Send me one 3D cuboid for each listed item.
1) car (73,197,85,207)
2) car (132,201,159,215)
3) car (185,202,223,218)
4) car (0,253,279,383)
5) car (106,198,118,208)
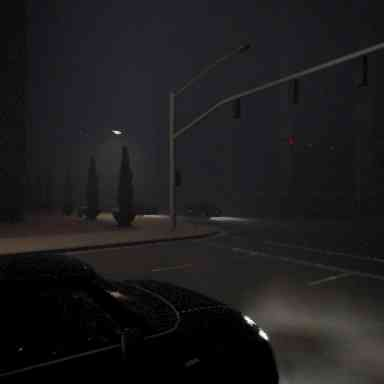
[{"bbox_3d":[-18.908,1.615,54.206,1.837,1.490,4.892,0,-1,-35],"label":"car"},{"bbox_3d":[-5.188,1.665,34.918,1.994,1.385,4.181,0,0,-36],"label":"car"},{"bbox_3d":[1.111,1.671,32.131,1.994,1.385,4.181,0,0,-36],"label":"car"},{"bbox_3d":[-1.340,1.354,2.871,4.553,1.767,2.097,0,0,-36],"label":"car"},{"bbox_3d":[-11.254,1.639,49.440,1.812,1.442,4.674,0,0,-36],"label":"car"}]
